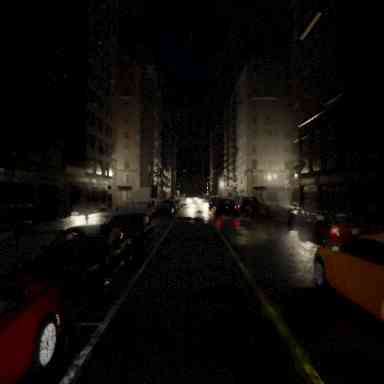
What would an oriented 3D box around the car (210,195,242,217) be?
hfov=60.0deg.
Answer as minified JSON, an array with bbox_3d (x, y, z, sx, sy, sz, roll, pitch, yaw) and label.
[{"bbox_3d":[3.170,1.414,31.801,2.097,1.767,4.553,0,0,1],"label":"car"}]

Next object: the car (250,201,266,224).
[{"bbox_3d":[5.951,1.617,25.004,2.008,1.369,4.403,0,0,0],"label":"car"}]

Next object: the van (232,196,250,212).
[{"bbox_3d":[6.020,1.432,41.576,1.690,1.788,3.998,0,0,0],"label":"van"}]

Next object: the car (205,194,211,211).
[{"bbox_3d":[3.181,1.430,43.057,2.097,1.767,4.553,0,0,1],"label":"car"}]

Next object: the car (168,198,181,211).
[{"bbox_3d":[-2.530,1.605,36.080,1.947,1.339,4.313,0,0,0],"label":"car"}]

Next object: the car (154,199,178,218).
[{"bbox_3d":[-2.552,1.613,30.555,1.802,1.307,4.206,0,0,0],"label":"car"}]

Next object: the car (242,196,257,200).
[{"bbox_3d":[5.998,1.398,36.052,2.192,1.841,5.009,0,0,0],"label":"car"}]

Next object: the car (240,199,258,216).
[{"bbox_3d":[5.973,1.640,30.528,1.947,1.339,4.313,0,0,0],"label":"car"}]

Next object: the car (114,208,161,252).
[{"bbox_3d":[-2.620,1.573,13.980,1.947,1.339,4.313,0,0,0],"label":"car"}]

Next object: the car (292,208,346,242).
[{"bbox_3d":[5.906,1.490,13.958,1.967,1.590,4.097,0,0,0],"label":"car"}]

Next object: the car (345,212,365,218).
[{"bbox_3d":[5.883,1.482,8.434,1.967,1.590,4.097,0,0,0],"label":"car"}]

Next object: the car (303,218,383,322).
[{"bbox_3d":[3.915,1.507,6.252,1.882,1.535,5.008,0,0,0],"label":"car"}]

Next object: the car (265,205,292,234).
[{"bbox_3d":[5.928,1.609,19.481,2.008,1.369,4.403,0,0,0],"label":"car"}]

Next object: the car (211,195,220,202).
[{"bbox_3d":[5.915,1.620,85.466,1.967,1.590,4.097,0,0,-1],"label":"car"}]

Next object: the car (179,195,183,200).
[{"bbox_3d":[-2.506,1.487,41.605,1.967,1.590,4.097,0,0,0],"label":"car"}]

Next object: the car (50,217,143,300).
[{"bbox_3d":[-2.644,1.565,8.455,1.947,1.339,4.313,0,0,0],"label":"car"}]

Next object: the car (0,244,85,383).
[{"bbox_3d":[-2.666,1.536,2.930,1.887,1.381,4.507,0,0,0],"label":"car"}]
